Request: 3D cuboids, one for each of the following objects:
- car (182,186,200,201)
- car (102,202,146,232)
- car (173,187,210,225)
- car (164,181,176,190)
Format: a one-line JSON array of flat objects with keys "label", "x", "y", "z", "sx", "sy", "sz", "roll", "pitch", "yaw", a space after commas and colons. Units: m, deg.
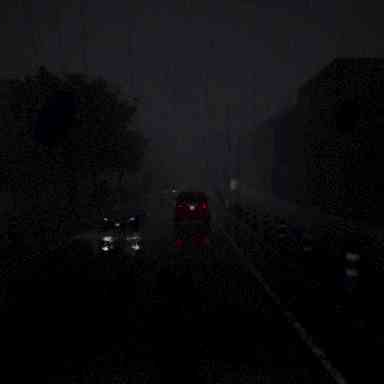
[{"label": "car", "x": -0.098, "y": 0.122, "z": 42.037, "sx": 2.128, "sy": 1.511, "sz": 4.902, "roll": 0, "pitch": 4, "yaw": 0}, {"label": "car", "x": -3.696, "y": 1.297, "z": 18.811, "sx": 1.812, "sy": 1.442, "sz": 4.674, "roll": 0, "pitch": 1, "yaw": 0}, {"label": "car", "x": -0.001, "y": 0.907, "z": 21.740, "sx": 2.150, "sy": 2.045, "sz": 5.566, "roll": 0, "pitch": 2, "yaw": 0}, {"label": "car", "x": -3.830, "y": -1.213, "z": 59.186, "sx": 1.837, "sy": 1.490, "sz": 4.892, "roll": 0, "pitch": 4, "yaw": 0}]
